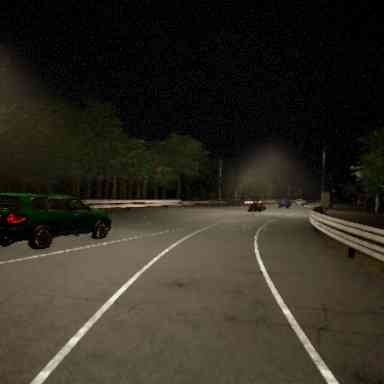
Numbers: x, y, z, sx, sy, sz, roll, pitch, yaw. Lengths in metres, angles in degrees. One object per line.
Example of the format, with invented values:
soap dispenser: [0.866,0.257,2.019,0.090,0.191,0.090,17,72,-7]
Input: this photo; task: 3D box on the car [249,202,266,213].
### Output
car: [9.761,2.285,49.813,1.812,1.442,4.674,2,-1,23]

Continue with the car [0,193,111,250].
car: [-5.753,1.107,13.939,2.150,2.045,5.566,2,-1,23]

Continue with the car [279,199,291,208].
car: [21.563,2.655,77.056,2.150,2.045,5.566,2,-1,23]
